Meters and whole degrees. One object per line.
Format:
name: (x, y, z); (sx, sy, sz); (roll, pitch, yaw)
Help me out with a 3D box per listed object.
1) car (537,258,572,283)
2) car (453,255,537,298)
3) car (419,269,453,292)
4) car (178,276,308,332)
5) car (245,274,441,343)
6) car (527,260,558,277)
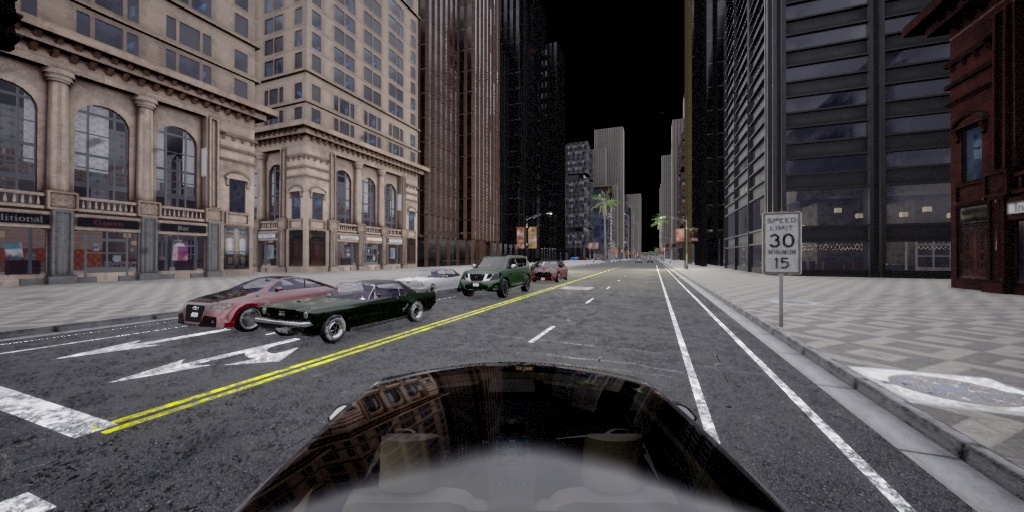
car: (3.075, 1.116, 28.588); (2.097, 1.767, 4.553); (0, 0, 21)
car: (-0.656, 0.977, 19.090); (2.150, 2.045, 5.566); (0, 0, 21)
car: (-4.139, 1.356, 19.136); (1.895, 1.301, 4.718); (0, 0, 22)
car: (-7.352, 1.315, 10.985); (1.994, 1.385, 4.181); (0, 0, 22)
car: (-4.246, 1.352, 10.012); (1.895, 1.301, 4.718); (0, 0, 24)
car: (3.305, 1.250, 37.879); (1.882, 1.535, 5.008); (0, 0, 22)
